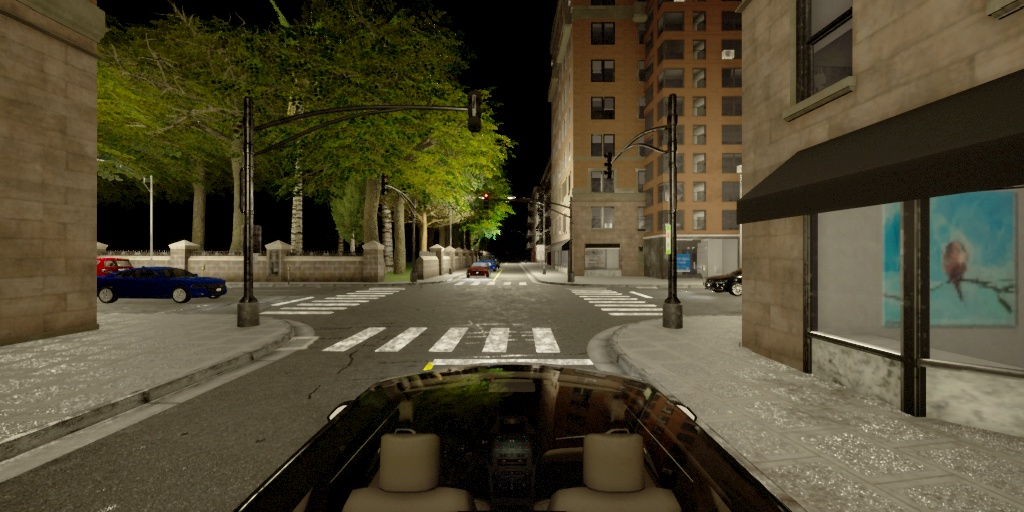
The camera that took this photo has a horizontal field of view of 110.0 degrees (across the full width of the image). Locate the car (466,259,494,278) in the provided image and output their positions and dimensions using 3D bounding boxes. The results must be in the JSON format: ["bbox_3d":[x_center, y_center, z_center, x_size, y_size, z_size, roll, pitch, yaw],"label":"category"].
[{"bbox_3d":[-3.056,1.293,33.608,1.994,1.385,4.181,0,0,0],"label":"car"}]

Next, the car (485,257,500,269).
[{"bbox_3d":[-3.005,1.035,57.186,2.097,1.767,4.553,0,0,0],"label":"car"}]

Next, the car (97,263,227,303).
[{"bbox_3d":[-15.473,1.212,15.860,5.008,1.535,1.882,0,0,0],"label":"car"}]

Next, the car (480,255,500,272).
[{"bbox_3d":[-3.040,0.931,44.535,2.150,2.045,5.566,0,0,0],"label":"car"}]

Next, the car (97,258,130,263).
[{"bbox_3d":[-25.924,1.035,21.778,5.009,1.841,2.192,0,0,1],"label":"car"}]

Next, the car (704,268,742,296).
[{"bbox_3d":[12.689,1.271,18.683,4.892,1.490,1.837,0,0,1],"label":"car"}]
